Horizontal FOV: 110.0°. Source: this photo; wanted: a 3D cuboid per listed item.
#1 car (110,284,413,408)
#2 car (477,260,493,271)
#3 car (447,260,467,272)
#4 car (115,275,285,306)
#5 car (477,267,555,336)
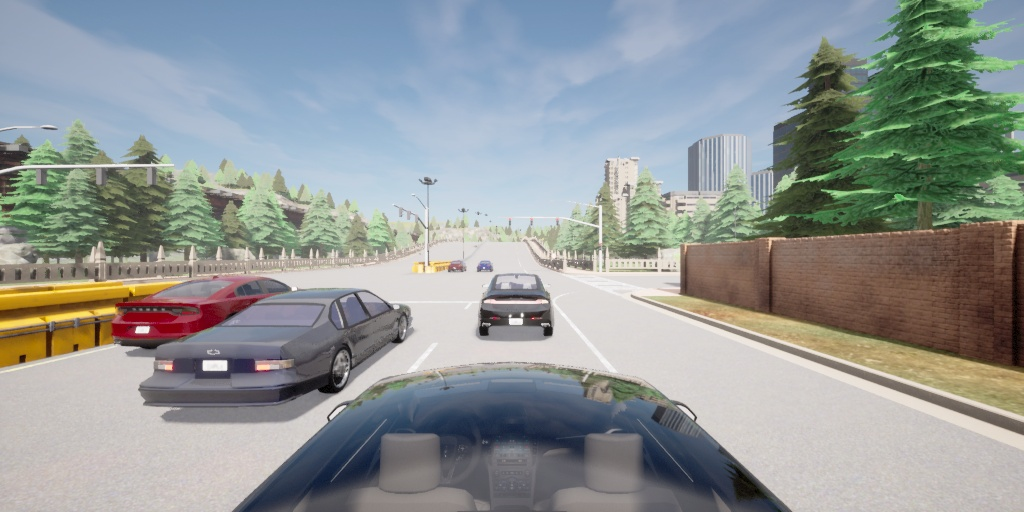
[{"bbox_3d":[-3.398,1.297,6.607,2.033,1.411,5.357,0,0,0],"label":"car"},{"bbox_3d":[-3.391,1.276,45.719,1.812,1.442,4.674,0,0,0],"label":"car"},{"bbox_3d":[-6.887,1.276,45.313,1.812,1.442,4.674,0,0,0],"label":"car"},{"bbox_3d":[-6.898,1.228,9.171,1.882,1.535,5.008,0,0,0],"label":"car"},{"bbox_3d":[0.130,1.242,10.353,2.128,1.511,4.902,0,0,1],"label":"car"}]
